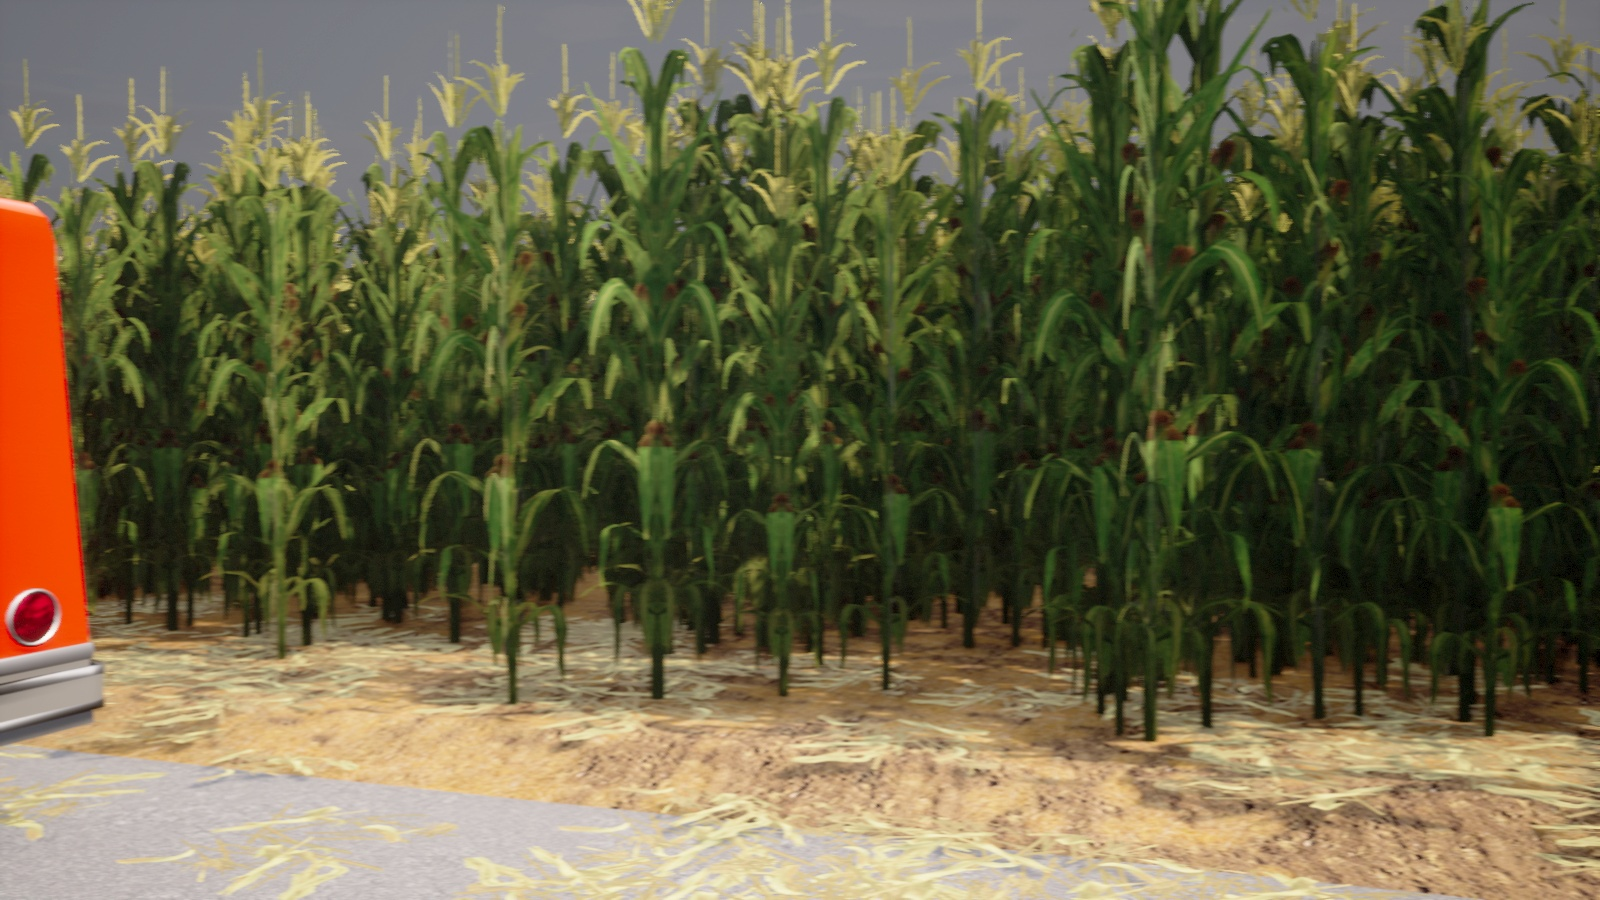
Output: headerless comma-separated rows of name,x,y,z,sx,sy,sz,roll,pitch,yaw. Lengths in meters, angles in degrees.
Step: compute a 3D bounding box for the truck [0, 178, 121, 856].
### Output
truck,-5.629,0.228,4.657,5.204,2.467,2.627,1,1,19
